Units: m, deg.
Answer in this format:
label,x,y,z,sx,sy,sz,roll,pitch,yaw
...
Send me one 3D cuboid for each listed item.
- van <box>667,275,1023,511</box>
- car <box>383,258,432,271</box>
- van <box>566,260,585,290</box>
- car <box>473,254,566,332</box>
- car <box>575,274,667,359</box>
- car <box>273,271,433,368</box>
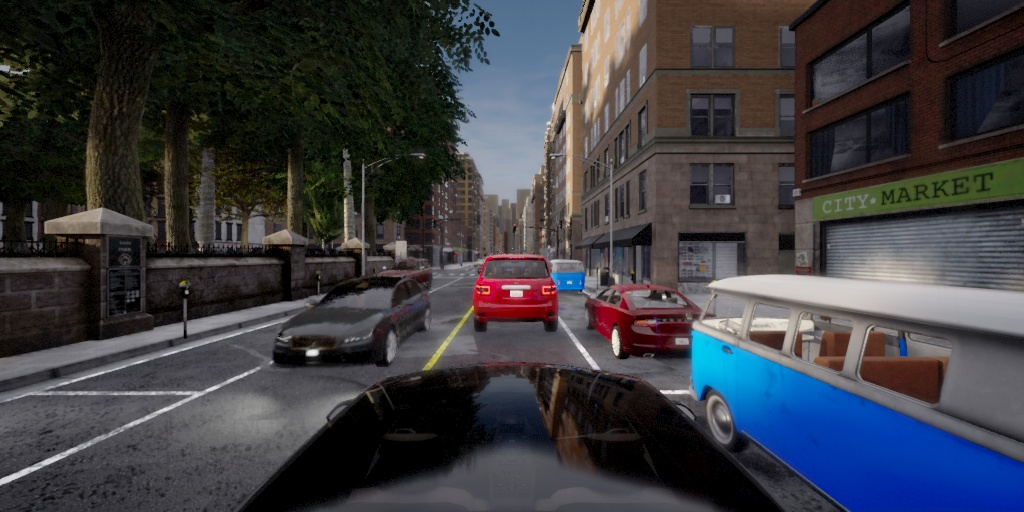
label,x,y,z,sx,sy,sz,roll,pitch,yaw
van,2.856,1.091,2.578,1.690,1.789,3.998,0,0,0
car,-5.676,1.059,19.516,2.192,1.841,5.009,0,0,0
van,2.849,1.085,19.560,1.690,1.789,3.998,0,0,0
car,0.093,0.970,10.997,2.150,2.045,5.566,0,0,0
car,2.854,1.294,8.239,1.888,1.381,4.507,0,0,0
car,-3.101,1.254,8.002,1.837,1.490,4.892,0,0,0
